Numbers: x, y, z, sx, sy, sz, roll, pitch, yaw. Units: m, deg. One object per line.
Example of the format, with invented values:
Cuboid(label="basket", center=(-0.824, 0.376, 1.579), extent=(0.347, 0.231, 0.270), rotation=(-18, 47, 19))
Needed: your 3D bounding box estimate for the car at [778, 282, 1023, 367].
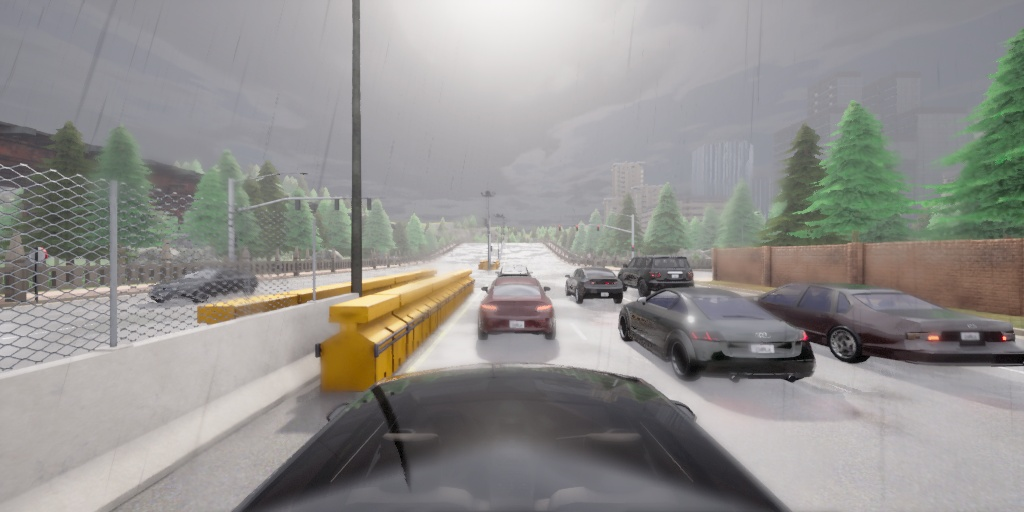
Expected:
Cuboid(label="car", center=(7.108, 1.297, 8.068), extent=(2.033, 1.411, 5.357), rotation=(0, 0, 0))

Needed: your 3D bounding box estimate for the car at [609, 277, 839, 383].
Cuboid(label="car", center=(3.611, 1.314, 7.204), extent=(1.994, 1.385, 4.181), rotation=(0, 0, -1))

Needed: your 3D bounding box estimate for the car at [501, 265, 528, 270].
Cuboid(label="car", center=(0.120, 1.241, 19.079), extent=(2.128, 1.511, 4.902), rotation=(0, 0, 0))

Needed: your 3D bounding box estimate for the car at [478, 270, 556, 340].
Cuboid(label="car", center=(0.110, 1.276, 9.834), extent=(1.812, 1.442, 4.674), rotation=(0, 0, 0))

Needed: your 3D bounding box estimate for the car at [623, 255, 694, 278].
Cuboid(label="car", center=(7.118, 0.972, 18.310), extent=(2.150, 2.045, 5.566), rotation=(0, 0, 0))

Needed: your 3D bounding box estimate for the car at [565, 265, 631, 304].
Cuboid(label="car", center=(3.616, 1.255, 16.371), extent=(1.837, 1.490, 4.892), rotation=(0, 0, 0))

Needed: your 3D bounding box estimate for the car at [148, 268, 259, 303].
Cuboid(label="car", center=(-13.984, 1.283, 16.660), extent=(1.812, 1.442, 4.674), rotation=(0, 0, 0))
